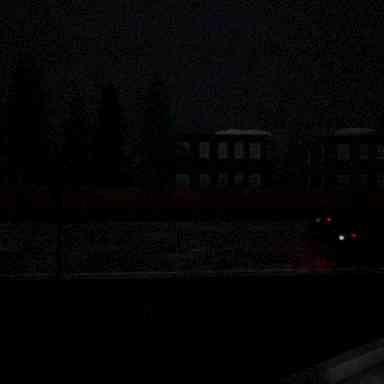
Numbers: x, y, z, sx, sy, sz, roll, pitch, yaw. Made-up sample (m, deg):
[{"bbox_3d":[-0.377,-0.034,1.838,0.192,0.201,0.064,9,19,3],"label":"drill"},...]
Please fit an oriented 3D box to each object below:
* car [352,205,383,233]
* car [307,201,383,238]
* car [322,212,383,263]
[{"bbox_3d":[11.840,1.467,18.872,4.674,1.442,1.812,0,0,-5],"label":"car"},{"bbox_3d":[7.716,1.305,15.021,4.553,1.767,2.097,0,0,-5],"label":"car"},{"bbox_3d":[7.057,1.528,11.456,4.181,1.385,1.994,0,0,-5],"label":"car"}]
